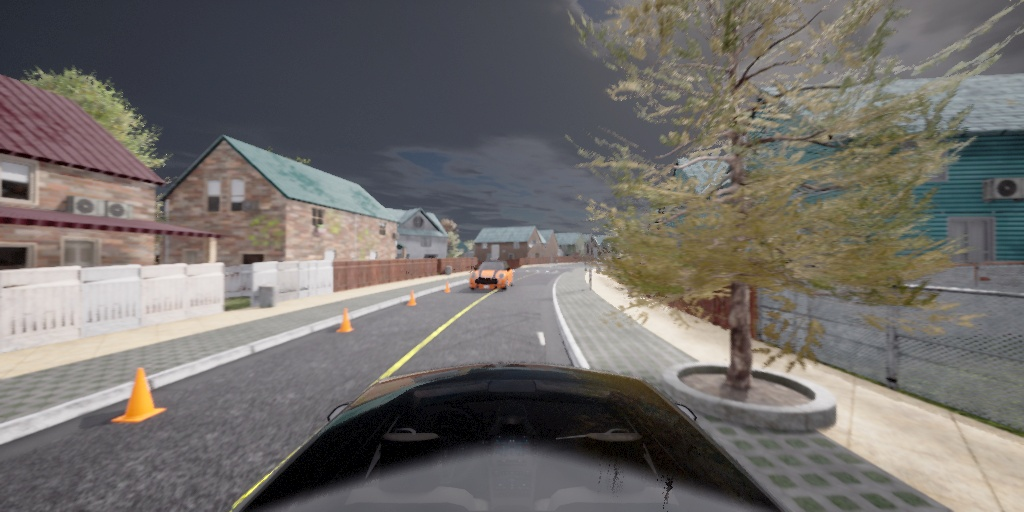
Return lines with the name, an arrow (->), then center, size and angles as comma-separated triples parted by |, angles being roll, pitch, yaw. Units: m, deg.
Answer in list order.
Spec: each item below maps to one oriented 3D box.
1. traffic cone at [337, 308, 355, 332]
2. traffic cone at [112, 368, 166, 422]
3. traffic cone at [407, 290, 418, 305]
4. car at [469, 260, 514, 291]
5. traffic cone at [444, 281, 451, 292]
traffic cone -> -4.419, 1.680, 9.527 | 0.340, 0.580, 0.340 | 0, 0, 3
traffic cone -> -4.615, 1.685, 4.451 | 0.340, 0.580, 0.340 | 0, 0, 1
traffic cone -> -4.061, 1.673, 14.594 | 0.340, 0.580, 0.340 | 0, 0, 5
car -> -1.115, 1.061, 21.395 | 2.097, 1.767, 4.553 | 0, 0, 7
traffic cone -> -3.541, 1.663, 19.646 | 0.340, 0.580, 0.340 | 0, 0, 7
